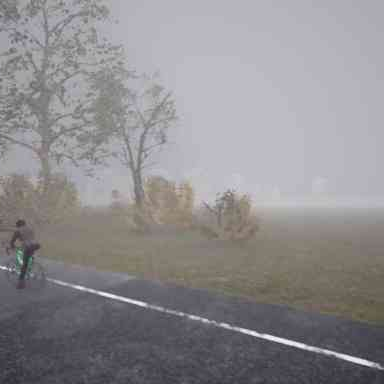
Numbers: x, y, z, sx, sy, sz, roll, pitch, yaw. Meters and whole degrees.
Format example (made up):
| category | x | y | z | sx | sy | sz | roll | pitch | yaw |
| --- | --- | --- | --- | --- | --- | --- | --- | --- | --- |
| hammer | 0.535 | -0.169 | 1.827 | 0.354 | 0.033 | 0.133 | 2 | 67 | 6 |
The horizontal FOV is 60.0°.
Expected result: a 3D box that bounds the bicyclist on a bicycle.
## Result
| category | x | y | z | sx | sy | sz | roll | pitch | yaw |
| --- | --- | --- | --- | --- | --- | --- | --- | --- | --- |
| bicyclist on a bicycle | -3.972 | 1.490 | 7.886 | 1.656 | 1.620 | 0.582 | -1 | 0 | 35 |
